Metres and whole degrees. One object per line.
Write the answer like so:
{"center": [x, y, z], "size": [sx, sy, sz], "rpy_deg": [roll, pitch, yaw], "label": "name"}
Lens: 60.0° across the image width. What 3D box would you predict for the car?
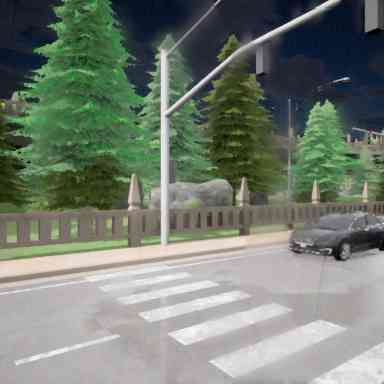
{"center": [5.611, 1.505, 12.289], "size": [4.892, 1.490, 1.837], "rpy_deg": [0, 0, -35], "label": "car"}
